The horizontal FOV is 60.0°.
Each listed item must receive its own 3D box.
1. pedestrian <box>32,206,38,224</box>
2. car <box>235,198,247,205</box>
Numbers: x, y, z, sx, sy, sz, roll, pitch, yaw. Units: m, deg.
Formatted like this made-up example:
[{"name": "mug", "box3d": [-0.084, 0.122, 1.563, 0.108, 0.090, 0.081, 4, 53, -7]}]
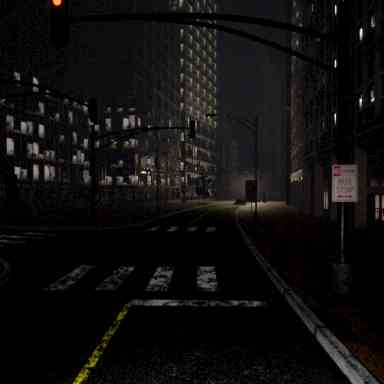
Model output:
[{"name": "pedestrian", "box3d": [-9.391, 1.345, 19.892, 0.500, 1.100, 0.500, 0, 0, 17]}, {"name": "car", "box3d": [9.716, 1.836, 65.298, 1.895, 1.301, 4.718, 0, 0, 16]}]
